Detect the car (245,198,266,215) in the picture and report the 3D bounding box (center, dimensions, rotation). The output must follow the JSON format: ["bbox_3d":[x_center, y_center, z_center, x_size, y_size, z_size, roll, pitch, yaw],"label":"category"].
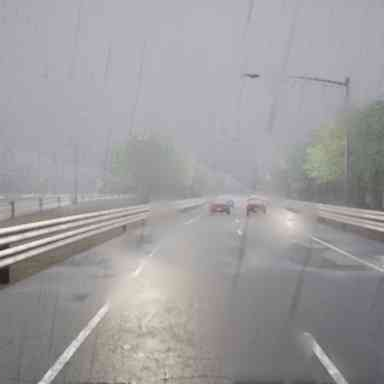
[{"bbox_3d":[6.439,1.486,33.664,1.882,1.535,5.008,0,0,9],"label":"car"}]

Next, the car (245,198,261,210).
[{"bbox_3d":[8.225,1.567,45.477,2.033,1.411,5.357,0,0,9],"label":"car"}]

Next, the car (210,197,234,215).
[{"bbox_3d":[2.946,1.473,33.943,1.882,1.535,5.008,0,0,9],"label":"car"}]
